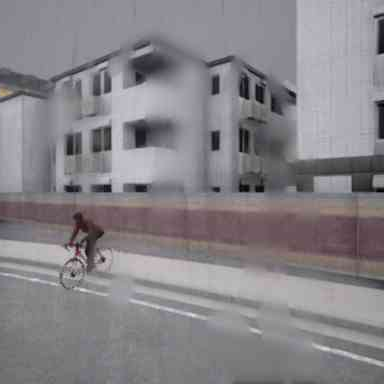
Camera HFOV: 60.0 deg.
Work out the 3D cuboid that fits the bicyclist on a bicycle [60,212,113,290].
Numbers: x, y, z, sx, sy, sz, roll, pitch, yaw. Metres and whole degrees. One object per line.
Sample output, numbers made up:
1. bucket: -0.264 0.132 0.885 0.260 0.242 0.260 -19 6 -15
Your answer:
1. bicyclist on a bicycle: -2.405 1.252 7.604 0.582 1.620 1.656 1 8 28
